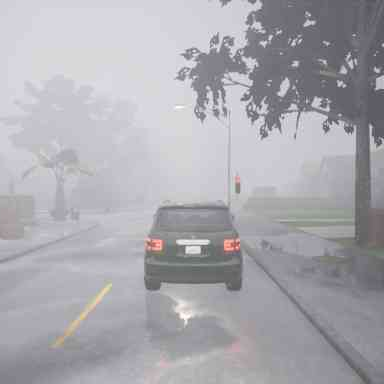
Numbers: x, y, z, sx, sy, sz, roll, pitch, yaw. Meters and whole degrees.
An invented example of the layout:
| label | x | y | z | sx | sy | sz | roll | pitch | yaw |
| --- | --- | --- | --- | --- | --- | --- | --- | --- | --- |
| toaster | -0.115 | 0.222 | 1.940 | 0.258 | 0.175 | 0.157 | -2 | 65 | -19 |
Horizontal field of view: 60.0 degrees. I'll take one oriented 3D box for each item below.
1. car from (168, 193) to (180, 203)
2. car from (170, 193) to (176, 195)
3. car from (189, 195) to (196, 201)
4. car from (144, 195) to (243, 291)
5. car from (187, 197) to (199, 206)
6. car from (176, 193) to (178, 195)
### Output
| label | x | y | z | sx | sy | sz | roll | pitch | yaw |
| --- | --- | --- | --- | --- | --- | --- | --- | --- | --- |
| car | -3.922 | 1.225 | 73.325 | 2.150 | 2.045 | 5.566 | 0 | 0 | 0 |
| car | -4.036 | 1.352 | 52.410 | 2.097 | 1.767 | 4.553 | 0 | 0 | 0 |
| car | 0.094 | 1.500 | 88.034 | 1.837 | 1.490 | 4.892 | 0 | 0 | 0 |
| car | 0.047 | 1.221 | 9.170 | 2.150 | 2.045 | 5.566 | 0 | 0 | 1 |
| car | 0.170 | 1.525 | 53.870 | 1.812 | 1.442 | 4.674 | 0 | 0 | 0 |
| car | -3.992 | 1.491 | 62.812 | 2.128 | 1.511 | 4.902 | 0 | 0 | 0 |
